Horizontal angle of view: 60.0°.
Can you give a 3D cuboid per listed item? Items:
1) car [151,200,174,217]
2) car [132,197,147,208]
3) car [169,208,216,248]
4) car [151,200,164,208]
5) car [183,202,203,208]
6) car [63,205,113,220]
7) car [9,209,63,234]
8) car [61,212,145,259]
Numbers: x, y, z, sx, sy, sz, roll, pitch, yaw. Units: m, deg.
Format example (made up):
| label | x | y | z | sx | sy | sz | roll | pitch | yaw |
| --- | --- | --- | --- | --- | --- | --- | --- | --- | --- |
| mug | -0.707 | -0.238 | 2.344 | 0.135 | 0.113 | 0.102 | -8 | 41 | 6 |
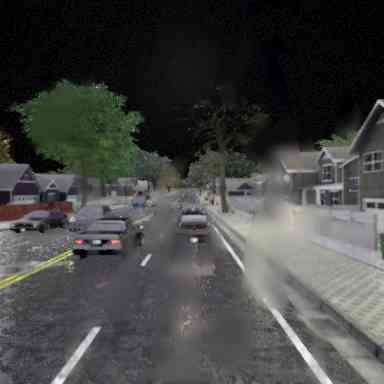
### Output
| label | x | y | z | sx | sy | sz | roll | pitch | yaw |
| --- | --- | --- | --- | --- | --- | --- | --- | --- | --- |
| car | -3.146 | 2.040 | 38.042 | 2.128 | 1.511 | 4.902 | 0 | -1 | 0 |
| car | -9.765 | 1.967 | 62.498 | 2.150 | 2.045 | 5.566 | 0 | 0 | 0 |
| car | 0.094 | 1.737 | 15.955 | 1.837 | 1.490 | 4.892 | 0 | -1 | 0 |
| car | -6.511 | 2.290 | 63.203 | 1.994 | 1.385 | 4.181 | 0 | 0 | 0 |
| car | 0.103 | 1.882 | 36.317 | 2.097 | 1.767 | 4.553 | 0 | -1 | 0 |
| car | -6.597 | 1.681 | 22.354 | 2.097 | 1.767 | 4.553 | 0 | -1 | 0 |
| car | -9.849 | 1.871 | 22.050 | 2.033 | 1.411 | 5.357 | 0 | -1 | 0 |
| car | -3.149 | 1.743 | 13.504 | 2.033 | 1.411 | 5.357 | 0 | -1 | 0 |
